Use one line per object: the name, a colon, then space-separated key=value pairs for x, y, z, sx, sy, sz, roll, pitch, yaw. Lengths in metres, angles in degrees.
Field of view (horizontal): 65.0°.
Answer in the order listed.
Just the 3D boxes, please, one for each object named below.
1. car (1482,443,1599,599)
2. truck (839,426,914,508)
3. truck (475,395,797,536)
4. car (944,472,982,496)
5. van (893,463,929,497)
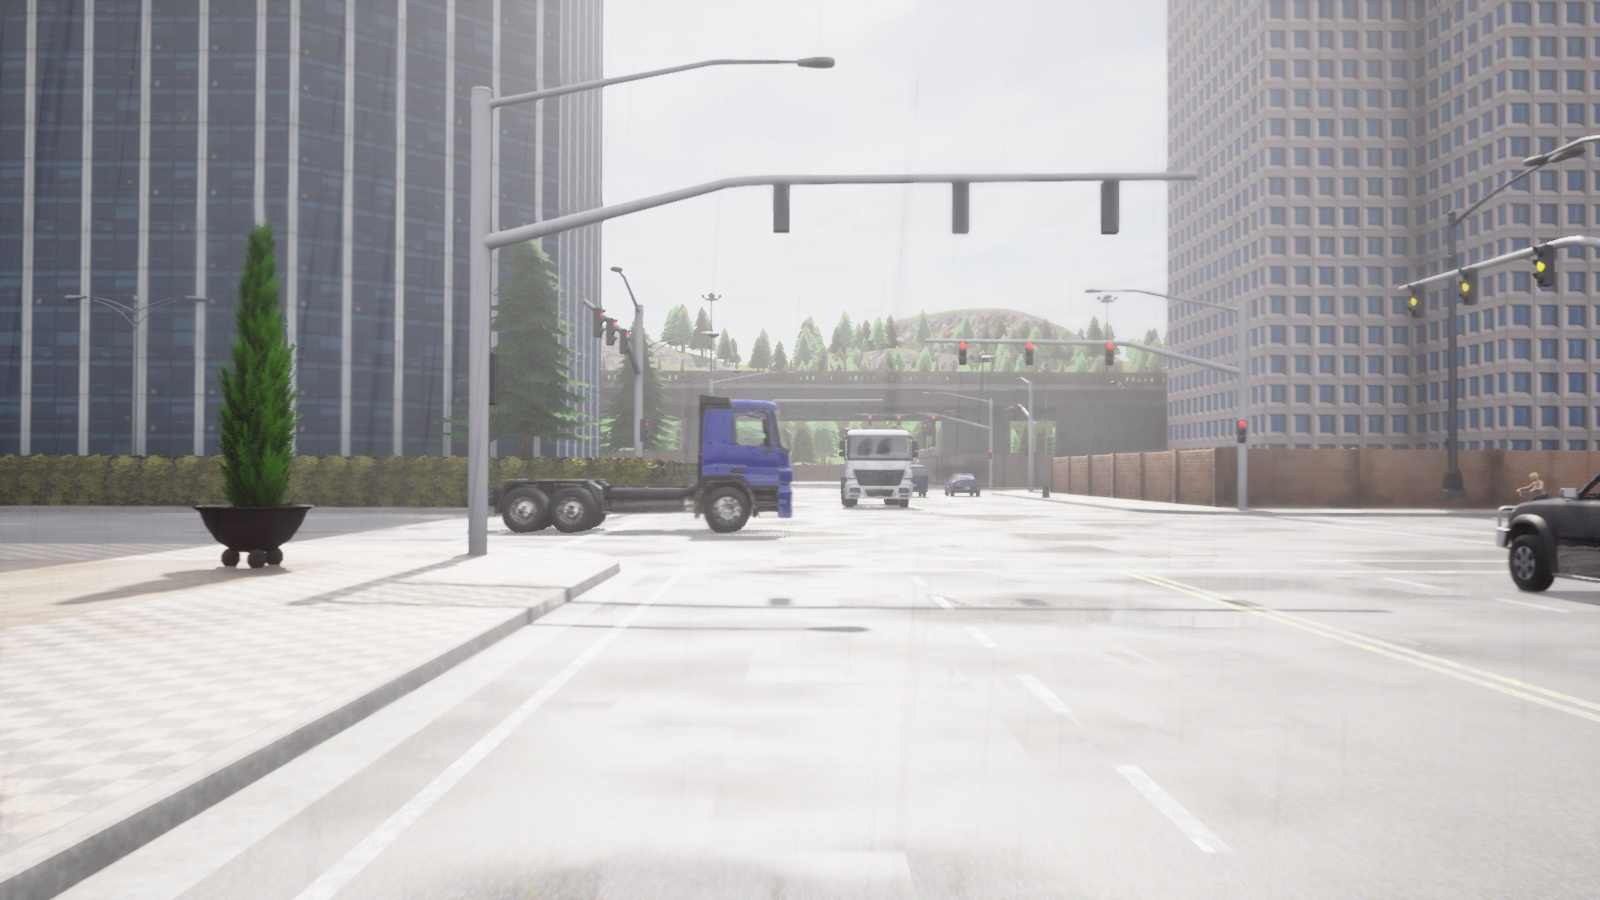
car: x=10.461 y=0.843 z=15.157 sx=1.932 sy=1.855 sz=4.605 roll=0 pitch=-1 yaw=0
truck: x=3.357 y=0.775 z=57.116 sx=2.891 sy=3.462 sz=7.936 roll=0 pitch=-1 yaw=0
truck: x=-4.087 y=0.393 z=32.499 sx=7.936 sy=3.462 sz=2.891 roll=0 pitch=-1 yaw=-1
car: x=10.306 y=2.133 z=79.647 sx=1.812 sy=1.442 sz=4.674 roll=0 pitch=-1 yaw=0
van: x=6.810 y=1.836 z=77.388 sx=1.775 sy=1.987 sz=4.442 roll=0 pitch=-1 yaw=0
